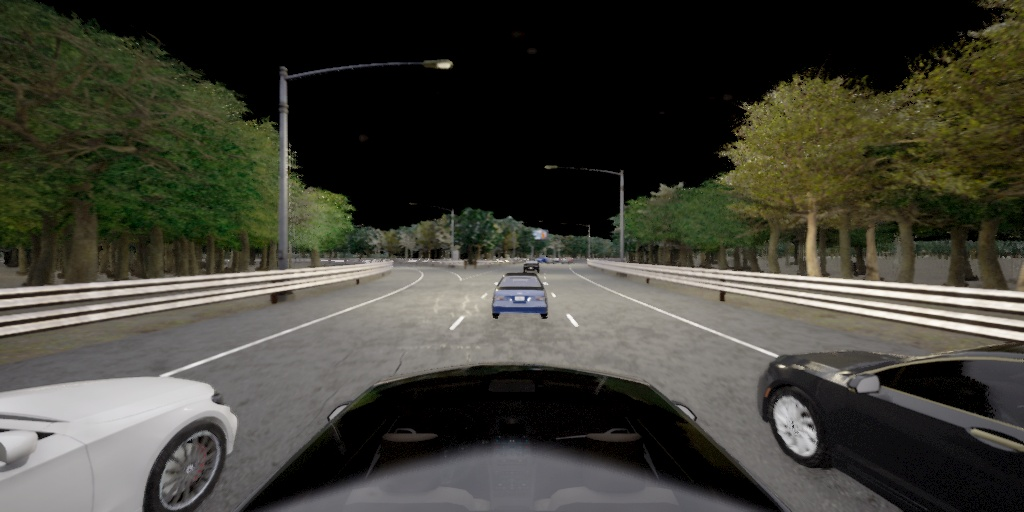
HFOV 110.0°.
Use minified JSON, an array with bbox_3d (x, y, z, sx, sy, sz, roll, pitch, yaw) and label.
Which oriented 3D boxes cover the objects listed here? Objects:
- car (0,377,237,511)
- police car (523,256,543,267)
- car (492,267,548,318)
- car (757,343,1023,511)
[{"bbox_3d":[-3.369,1.272,1.232,1.812,1.442,4.674,0,0,0],"label":"car"},{"bbox_3d":[2.467,1.184,44.149,1.930,1.638,5.238,0,0,6],"label":"police car"},{"bbox_3d":[0.302,1.298,13.067,2.033,1.411,5.357,0,0,2],"label":"car"},{"bbox_3d":[3.633,1.259,1.995,1.837,1.490,4.892,0,0,0],"label":"car"}]
